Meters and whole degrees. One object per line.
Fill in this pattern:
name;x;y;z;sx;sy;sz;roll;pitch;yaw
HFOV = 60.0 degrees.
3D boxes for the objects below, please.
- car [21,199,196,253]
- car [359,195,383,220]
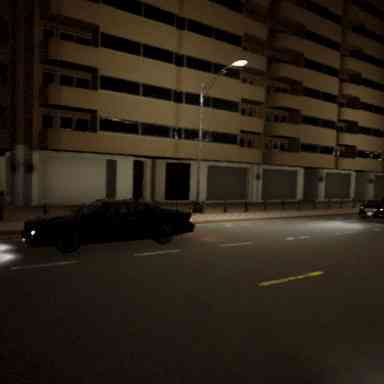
car;-2.462;0.944;10.755;5.357;1.411;2.033;0;3;-33
car;12.110;0.955;20.077;4.902;1.511;2.128;0;3;-32
